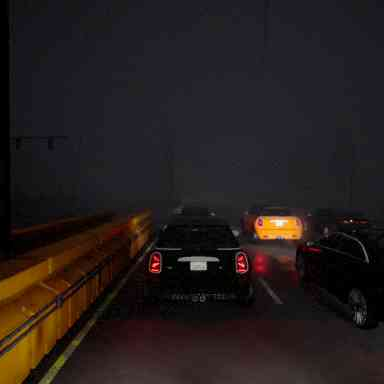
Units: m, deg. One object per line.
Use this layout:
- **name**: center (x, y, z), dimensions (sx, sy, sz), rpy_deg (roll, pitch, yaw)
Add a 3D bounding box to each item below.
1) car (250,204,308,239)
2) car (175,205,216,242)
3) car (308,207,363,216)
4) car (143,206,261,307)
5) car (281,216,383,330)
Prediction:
- **car**: center (3.655, 1.352, 15.983), dimensions (2.097, 1.767, 4.553), rpy_deg (0, 0, 0)
- **car**: center (0.158, 1.505, 17.288), dimensions (1.837, 1.490, 4.892), rpy_deg (0, 0, 0)
- **car**: center (7.157, 1.505, 16.852), dimensions (1.837, 1.490, 4.892), rpy_deg (0, 0, 0)
- **car**: center (0.125, 1.352, 8.112), dimensions (2.097, 1.767, 4.553), rpy_deg (0, 0, 0)
- **car**: center (3.621, 1.492, 6.872), dimensions (2.128, 1.511, 4.902), rpy_deg (0, 0, 0)
